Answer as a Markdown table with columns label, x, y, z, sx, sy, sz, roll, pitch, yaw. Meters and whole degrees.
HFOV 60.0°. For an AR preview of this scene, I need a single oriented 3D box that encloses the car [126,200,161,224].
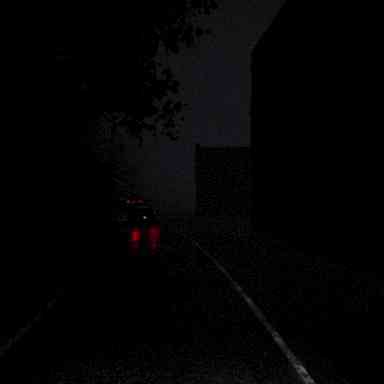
| label | x | y | z | sx | sy | sz | roll | pitch | yaw |
| --- | --- | --- | --- | --- | --- | --- | --- | --- | --- |
| car | -3.779 | 1.546 | 24.782 | 1.812 | 1.442 | 4.674 | 0 | 0 | -15 |

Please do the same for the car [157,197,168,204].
| label | x | y | z | sx | sy | sz | roll | pitch | yaw |
| --- | --- | --- | --- | --- | --- | --- | --- | --- | --- |
| car | -8.362 | 1.958 | 80.673 | 2.185 | 1.767 | 4.553 | 4 | -2 | -26 |

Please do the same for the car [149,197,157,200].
| label | x | y | z | sx | sy | sz | roll | pitch | yaw |
| --- | --- | --- | --- | --- | --- | --- | --- | --- | --- |
| car | -10.866 | 1.927 | 79.442 | 2.163 | 1.488 | 4.792 | 4 | -2 | -26 |

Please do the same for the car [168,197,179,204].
| label | x | y | z | sx | sy | sz | roll | pitch | yaw |
| --- | --- | --- | --- | --- | --- | --- | --- | --- | --- |
| car | -5.863 | 2.261 | 81.857 | 2.097 | 1.535 | 5.008 | 4 | -2 | -26 |

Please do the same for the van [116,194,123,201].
| label | x | y | z | sx | sy | sz | roll | pitch | yaw |
| --- | --- | --- | --- | --- | --- | --- | --- | --- | --- |
| van | -19.114 | 1.560 | 89.793 | 1.878 | 1.987 | 4.442 | 4 | -1 | -26 |

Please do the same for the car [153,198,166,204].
| label | x | y | z | sx | sy | sz | roll | pitch | yaw |
| --- | --- | --- | --- | --- | --- | --- | --- | --- | --- |
| car | -9.262 | 2.504 | 94.970 | 1.946 | 1.575 | 5.366 | 4 | -2 | -26 |

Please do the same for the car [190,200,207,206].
| label | x | y | z | sx | sy | sz | roll | pitch | yaw |
| --- | --- | --- | --- | --- | --- | --- | --- | --- | --- |
| car | 1.642 | 2.770 | 85.510 | 2.163 | 1.488 | 4.792 | 3 | -2 | -26 |

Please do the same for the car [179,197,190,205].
| label | x | y | z | sx | sy | sz | roll | pitch | yaw |
| --- | --- | --- | --- | --- | --- | --- | --- | --- | --- |
| car | -3.361 | 2.180 | 83.123 | 2.435 | 2.045 | 5.566 | 4 | -2 | -26 |

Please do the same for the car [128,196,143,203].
| label | x | y | z | sx | sy | sz | roll | pitch | yaw |
| --- | --- | --- | --- | --- | --- | --- | --- | --- | --- |
| car | -13.334 | 1.741 | 78.167 | 2.163 | 1.488 | 4.792 | 4 | -2 | -26 |

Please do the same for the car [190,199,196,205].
| label | x | y | z | sx | sy | sz | roll | pitch | yaw |
| --- | --- | --- | --- | --- | --- | --- | --- | --- | --- |
| car | -0.858 | 2.592 | 84.310 | 2.231 | 1.521 | 4.892 | 3 | -2 | -26 |

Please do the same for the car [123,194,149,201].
| label | x | y | z | sx | sy | sz | roll | pitch | yaw |
| --- | --- | --- | --- | --- | --- | --- | --- | --- | --- |
| car | -7.096 | 1.375 | 42.528 | 2.150 | 2.045 | 5.566 | 0 | -1 | -4 |

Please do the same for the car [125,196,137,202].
| label | x | y | z | sx | sy | sz | roll | pitch | yaw |
| --- | --- | --- | --- | --- | --- | --- | --- | --- | --- |
| car | -16.791 | 2.003 | 91.075 | 2.002 | 1.452 | 4.674 | 4 | -2 | -26 |

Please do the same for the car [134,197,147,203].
| label | x | y | z | sx | sy | sz | roll | pitch | yaw |
| --- | --- | --- | --- | --- | --- | --- | --- | --- | --- |
| car | -14.296 | 2.189 | 92.298 | 2.002 | 1.452 | 4.674 | 4 | -2 | -26 |
